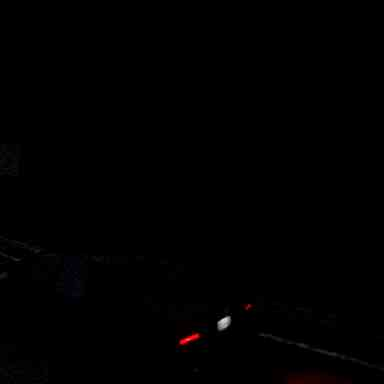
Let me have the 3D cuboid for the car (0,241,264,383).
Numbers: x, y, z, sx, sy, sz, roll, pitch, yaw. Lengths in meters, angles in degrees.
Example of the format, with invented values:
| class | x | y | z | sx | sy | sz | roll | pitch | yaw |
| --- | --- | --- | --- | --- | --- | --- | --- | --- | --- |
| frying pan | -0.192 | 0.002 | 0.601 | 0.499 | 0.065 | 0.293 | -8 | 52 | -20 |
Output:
| class | x | y | z | sx | sy | sz | roll | pitch | yaw |
| --- | --- | --- | --- | --- | --- | --- | --- | --- | --- |
| car | -1.596 | 1.537 | 5.356 | 5.357 | 1.411 | 2.033 | 0 | 0 | 38 |
